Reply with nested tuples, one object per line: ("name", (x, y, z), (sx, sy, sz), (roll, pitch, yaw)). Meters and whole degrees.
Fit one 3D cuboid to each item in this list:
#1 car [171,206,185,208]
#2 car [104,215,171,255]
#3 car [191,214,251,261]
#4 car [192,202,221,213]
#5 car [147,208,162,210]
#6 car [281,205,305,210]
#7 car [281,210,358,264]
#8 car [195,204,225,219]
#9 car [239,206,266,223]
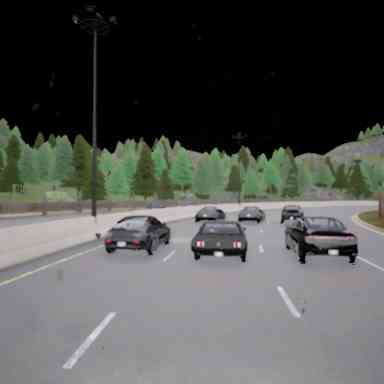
("car", (-1.436, 2.005, 49.431), (2.097, 1.767, 4.553), (0, -1, 29))
("car", (-2.156, 1.708, 14.065), (1.812, 1.442, 4.674), (0, -1, 8))
("car", (1.200, 1.780, 13.112), (1.895, 1.301, 4.718), (0, -1, 8))
("car", (2.191, 2.205, 48.880), (2.033, 1.411, 5.357), (0, -1, 29))
("car", (-5.296, 2.208, 49.582), (1.994, 1.385, 4.181), (0, -1, 27))
("car", (8.936, 1.924, 29.442), (1.837, 1.490, 4.892), (0, -1, 19))
("car", (4.697, 1.675, 12.645), (2.128, 1.511, 4.902), (0, -1, 8))
("car", (1.732, 1.968, 29.908), (1.994, 1.385, 4.181), (0, -1, 18))
("car", (5.429, 1.979, 29.944), (1.994, 1.385, 4.181), (0, -1, 19))
